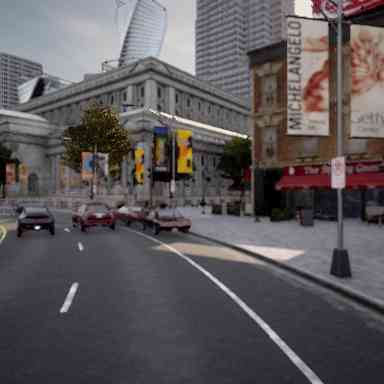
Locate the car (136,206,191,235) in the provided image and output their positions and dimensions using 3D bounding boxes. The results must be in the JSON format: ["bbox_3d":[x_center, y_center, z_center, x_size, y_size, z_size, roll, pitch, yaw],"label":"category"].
[{"bbox_3d":[-1.720,1.722,19.717,1.895,1.301,4.718,0,0,-22],"label":"car"}]

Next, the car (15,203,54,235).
[{"bbox_3d":[-9.373,1.647,19.848,1.837,1.490,4.892,1,-1,-28],"label":"car"}]

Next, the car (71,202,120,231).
[{"bbox_3d":[-6.591,1.501,21.901,2.097,1.767,4.553,0,0,-28],"label":"car"}]

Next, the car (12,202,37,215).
[{"bbox_3d":[-17.349,1.803,35.610,5.357,1.411,2.033,0,0,42],"label":"car"}]
